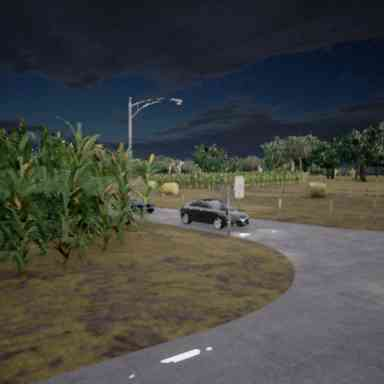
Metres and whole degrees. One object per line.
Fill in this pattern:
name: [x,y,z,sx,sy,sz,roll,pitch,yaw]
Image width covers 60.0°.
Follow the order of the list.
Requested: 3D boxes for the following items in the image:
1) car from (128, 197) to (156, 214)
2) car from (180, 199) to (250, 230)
car: [-4.876,1.097,27.637,1.895,1.301,4.718,-1,2,-35]
car: [1.183,1.197,19.184,1.837,1.490,4.892,-1,1,-37]
